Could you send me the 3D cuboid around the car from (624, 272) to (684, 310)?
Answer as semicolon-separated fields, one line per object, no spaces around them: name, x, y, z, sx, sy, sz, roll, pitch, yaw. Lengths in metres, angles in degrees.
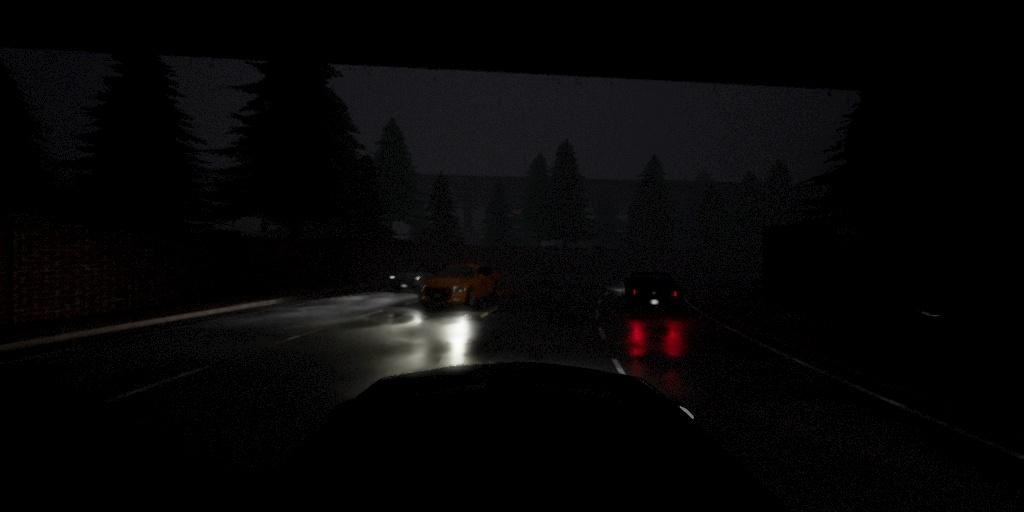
car;5.515;1.272;14.415;1.895;1.301;4.718;1;1;17

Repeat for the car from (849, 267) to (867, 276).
car;37.360;1.435;36.798;4.718;1.301;1.895;1;1;-6

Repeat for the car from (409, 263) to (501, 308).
car;-1.901;1.047;14.586;1.882;1.535;5.008;1;1;15

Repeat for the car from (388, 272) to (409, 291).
car;-4.332;1.085;18.908;1.895;1.301;4.718;1;1;19
